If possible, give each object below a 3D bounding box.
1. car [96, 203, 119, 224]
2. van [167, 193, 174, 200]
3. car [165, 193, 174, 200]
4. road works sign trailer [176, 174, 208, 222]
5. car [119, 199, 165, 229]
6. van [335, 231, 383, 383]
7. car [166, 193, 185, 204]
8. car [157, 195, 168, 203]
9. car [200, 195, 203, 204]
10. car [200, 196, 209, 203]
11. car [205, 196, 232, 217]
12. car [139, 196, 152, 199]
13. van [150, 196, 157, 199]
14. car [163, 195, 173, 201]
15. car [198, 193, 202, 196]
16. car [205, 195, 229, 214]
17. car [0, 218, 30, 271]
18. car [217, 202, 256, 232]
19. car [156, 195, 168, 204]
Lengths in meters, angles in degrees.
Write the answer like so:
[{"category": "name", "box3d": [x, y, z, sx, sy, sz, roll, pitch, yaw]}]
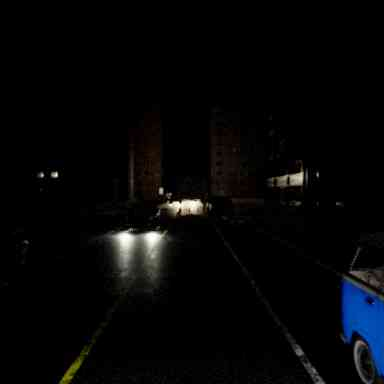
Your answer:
[{"category": "car", "box3d": [-5.867, 1.516, 25.030, 1.752, 1.417, 4.829, 0, 0, 1]}, {"category": "van", "box3d": [-5.860, 1.243, 92.916, 1.690, 1.788, 3.998, 0, 0, 0]}, {"category": "car", "box3d": [-5.860, 1.230, 87.274, 2.192, 1.841, 5.009, 0, 0, 0]}, {"category": "road works sign trailer", "box3d": [-0.001, 0.456, 25.318, 2.380, 3.560, 2.880, 0, 0, 0]}, {"category": "car", "box3d": [-3.101, 1.468, 21.497, 1.882, 1.535, 5.008, 0, 0, 0]}, {"category": "van", "box3d": [2.666, 1.338, 2.660, 1.690, 1.788, 3.998, 0, 0, 0]}, {"category": "car", "box3d": [-3.032, 1.194, 62.014, 2.150, 2.045, 5.566, 0, 0, 1]}, {"category": "car", "box3d": [-5.859, 1.551, 59.074, 1.802, 1.307, 4.206, 0, 0, 0]}, {"category": "car", "box3d": [2.666, 1.528, 53.412, 2.008, 1.369, 4.403, 0, 0, 0]}, {"category": "car", "box3d": [2.666, 1.529, 70.330, 1.802, 1.307, 4.206, 0, 0, 0]}, {"category": "car", "box3d": [2.665, 1.308, 30.853, 2.192, 1.841, 5.009, 0, 0, 0]}, {"category": "car", "box3d": [-5.861, 1.518, 36.343, 1.752, 1.417, 4.829, 0, 0, 0]}, {"category": "van", "box3d": [-5.860, 1.331, 42.155, 1.690, 1.788, 3.998, 0, 0, 0]}, {"category": "car", "box3d": [-5.860, 1.491, 81.635, 1.947, 1.339, 4.313, 0, 0, 0]}, {"category": "car", "box3d": [2.666, 1.398, 64.690, 1.967, 1.590, 4.097, 0, 0, 0]}, {"category": "car", "box3d": [2.665, 1.307, 36.493, 2.192, 1.841, 5.009, 0, 0, 0]}, {"category": "car", "box3d": [-5.859, 1.432, 8.314, 1.967, 1.590, 4.097, 0, 0, 0]}, {"category": "car", "box3d": [2.666, 1.516, 19.785, 1.752, 1.417, 4.829, 0, 0, 1]}, {"category": "car", "box3d": [-5.860, 1.398, 64.715, 1.967, 1.590, 4.097, 0, 0, 0]}]
